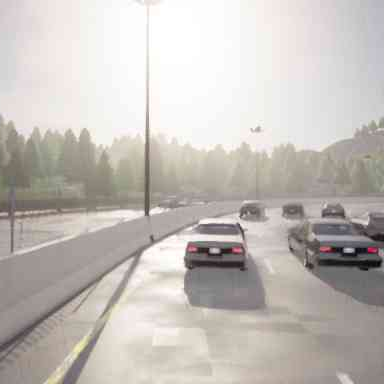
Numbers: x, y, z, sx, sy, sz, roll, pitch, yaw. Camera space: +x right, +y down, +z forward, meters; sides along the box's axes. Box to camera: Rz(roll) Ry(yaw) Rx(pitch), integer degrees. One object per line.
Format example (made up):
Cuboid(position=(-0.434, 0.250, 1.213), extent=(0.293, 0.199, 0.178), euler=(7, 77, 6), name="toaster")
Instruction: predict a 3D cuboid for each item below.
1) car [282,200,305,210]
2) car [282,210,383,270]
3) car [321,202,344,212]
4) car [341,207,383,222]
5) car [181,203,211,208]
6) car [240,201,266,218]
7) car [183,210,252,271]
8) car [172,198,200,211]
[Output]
Cuboid(position=(9.952, 1.565, 32.471), extent=(1.882, 1.535, 5.008), euler=(0, 0, 21), name="car")
Cuboid(position=(4.435, 1.581, 11.199), extent=(2.033, 1.411, 5.357), euler=(0, 0, 7), name="car")
Cuboid(position=(13.339, 1.662, 31.527), extent=(1.994, 1.385, 4.181), euler=(0, 0, 21), name="car")
Cuboid(position=(8.818, 1.622, 15.874), extent=(1.994, 1.385, 4.181), euler=(0, 0, 11), name="car")
Cuboid(position=(0.925, 1.554, 38.583), extent=(2.128, 1.511, 4.902), euler=(0, 0, 23), name="car")
Cuboid(position=(5.689, 1.573, 30.996), extent=(1.837, 1.490, 4.892), euler=(0, 0, 19), name="car")
Cuboid(position=(0.897, 1.568, 11.068), extent=(2.033, 1.411, 5.357), euler=(0, 0, 7), name="car")
Cuboid(position=(-0.760, 1.588, 43.430), extent=(1.812, 1.442, 4.674), euler=(0, 0, 25), name="car")
